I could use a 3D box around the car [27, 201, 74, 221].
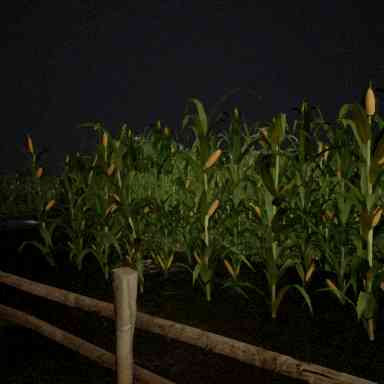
[{"bbox_3d":[-10.678,1.433,26.333,1.994,1.385,4.181,0,1,36],"label":"car"}]
